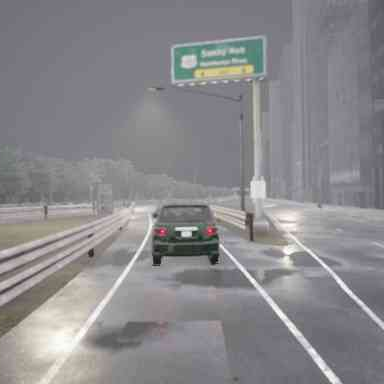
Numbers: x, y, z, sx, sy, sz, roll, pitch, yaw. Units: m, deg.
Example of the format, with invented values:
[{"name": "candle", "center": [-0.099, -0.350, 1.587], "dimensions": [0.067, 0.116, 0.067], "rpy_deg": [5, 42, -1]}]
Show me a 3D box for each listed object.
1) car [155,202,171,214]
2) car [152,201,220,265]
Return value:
[{"name": "car", "center": [-4.142, 2.211, 47.183], "dimensions": [2.033, 1.411, 5.357], "rpy_deg": [-1, -1, -5]}, {"name": "car", "center": [-0.309, 1.364, 12.430], "dimensions": [2.150, 2.045, 5.566], "rpy_deg": [-1, -1, -3]}]
